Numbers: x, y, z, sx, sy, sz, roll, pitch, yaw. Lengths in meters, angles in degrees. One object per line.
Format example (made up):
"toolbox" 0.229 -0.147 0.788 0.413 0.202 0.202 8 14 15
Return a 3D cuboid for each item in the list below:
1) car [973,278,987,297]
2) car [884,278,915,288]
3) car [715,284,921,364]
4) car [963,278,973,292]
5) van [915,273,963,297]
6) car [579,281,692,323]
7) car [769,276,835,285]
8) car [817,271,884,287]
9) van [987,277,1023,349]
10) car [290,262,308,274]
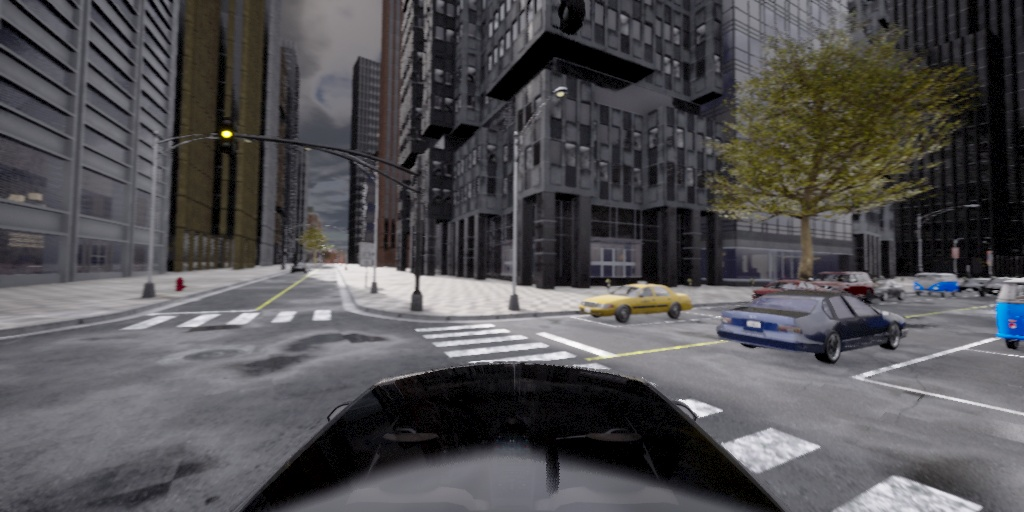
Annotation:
"car" 37.431 2.407 27.195 4.892 1.490 1.837 2 -2 -27
"car" 23.888 2.192 23.453 4.403 1.370 2.007 0 0 -27
"car" 7.343 1.546 8.700 5.357 1.411 2.033 1 -2 -27
"car" 42.781 2.712 32.957 4.313 1.339 1.948 0 0 -27
"van" 33.335 2.234 28.205 3.998 1.789 1.690 0 0 -27
"car" 4.837 1.672 13.877 4.829 1.417 1.751 0 0 -27
"car" 14.441 1.938 18.701 4.507 1.381 1.888 0 0 -27
"car" 19.164 1.832 21.077 5.009 1.841 2.192 0 0 -27
"van" 13.647 1.403 8.761 3.998 1.789 1.690 0 0 -27
"car" -28.954 1.617 48.908 1.837 1.490 4.892 2 -1 -26
